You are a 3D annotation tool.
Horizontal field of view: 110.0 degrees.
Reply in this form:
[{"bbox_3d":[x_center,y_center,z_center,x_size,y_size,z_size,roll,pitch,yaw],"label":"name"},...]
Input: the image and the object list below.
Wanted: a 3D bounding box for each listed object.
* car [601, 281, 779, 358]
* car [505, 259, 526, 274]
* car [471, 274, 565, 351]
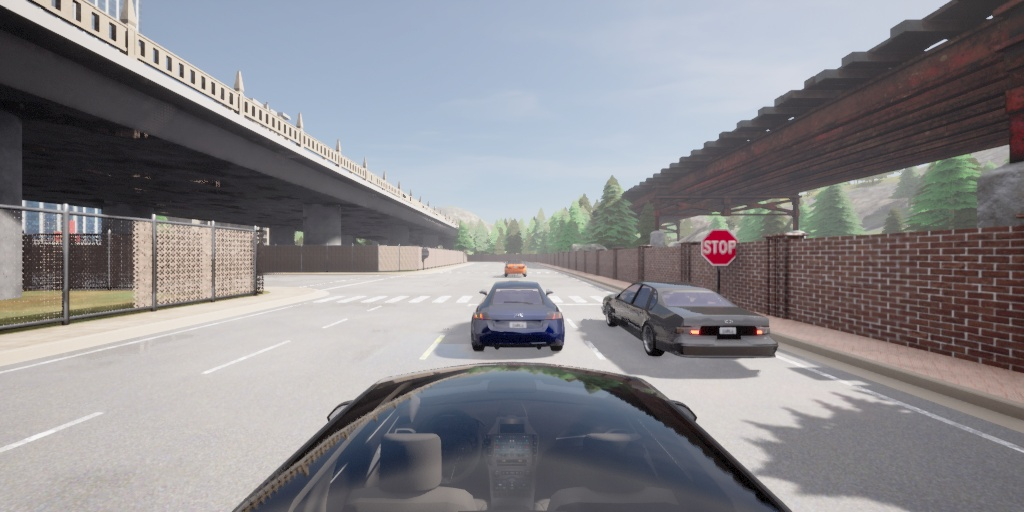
[{"bbox_3d":[3.615,1.297,8.513,2.033,1.411,5.357,0,0,0],"label":"car"},{"bbox_3d":[0.336,1.102,36.629,2.097,1.767,4.553,0,0,0],"label":"car"},{"bbox_3d":[0.116,1.314,8.993,1.994,1.385,4.181,0,0,0],"label":"car"}]
